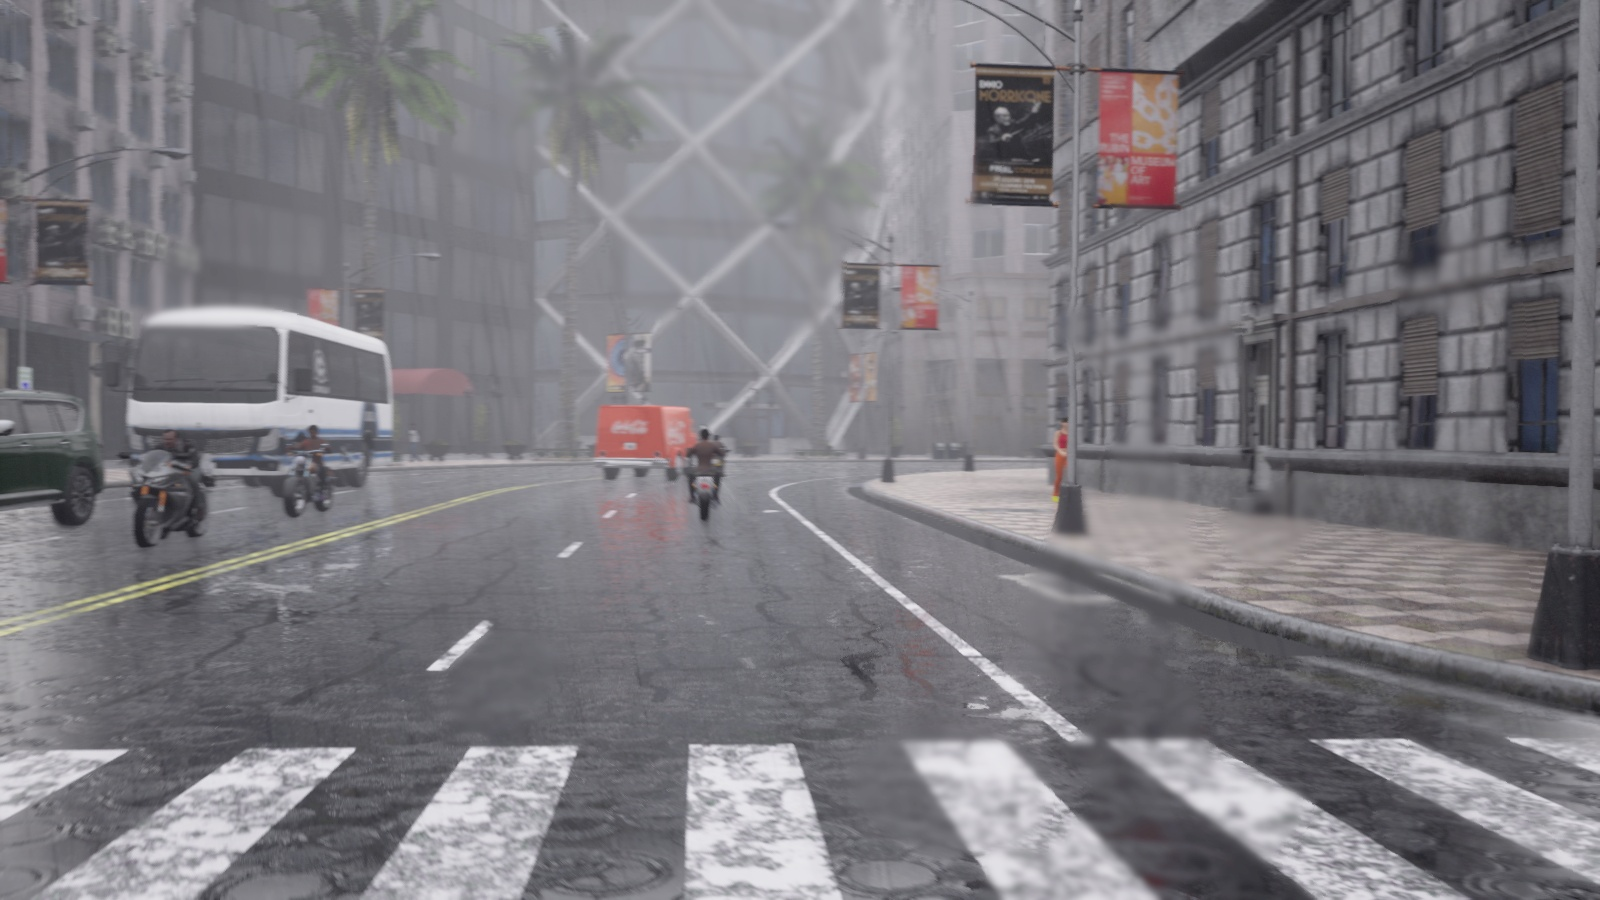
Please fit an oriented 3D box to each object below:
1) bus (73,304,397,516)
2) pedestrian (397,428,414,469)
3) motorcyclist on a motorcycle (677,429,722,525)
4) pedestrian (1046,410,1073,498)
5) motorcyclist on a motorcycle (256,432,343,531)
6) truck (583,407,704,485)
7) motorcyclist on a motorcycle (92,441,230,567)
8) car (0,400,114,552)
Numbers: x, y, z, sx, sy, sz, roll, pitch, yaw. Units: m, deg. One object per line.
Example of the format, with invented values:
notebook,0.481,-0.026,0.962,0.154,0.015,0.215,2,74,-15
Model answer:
bus,-13.041,-0.874,30.490,3.944,4.253,10.273,0,1,-5
pedestrian,-17.479,-0.073,55.620,0.354,1.836,0.706,0,1,19
motorcyclist on a motorcycle,-1.833,0.458,22.836,0.766,1.649,2.350,0,0,-5
pedestrian,5.497,0.075,26.623,0.345,1.836,0.594,-1,1,-14
motorcyclist on a motorcycle,-8.803,0.511,22.202,0.766,1.649,2.350,0,1,-5
truck,-5.192,-0.164,42.636,2.627,2.467,5.204,0,1,10
motorcyclist on a motorcycle,-8.345,0.652,16.512,0.866,1.530,2.191,0,1,-6
car,-11.915,0.350,17.437,2.150,2.045,5.566,0,1,-5
